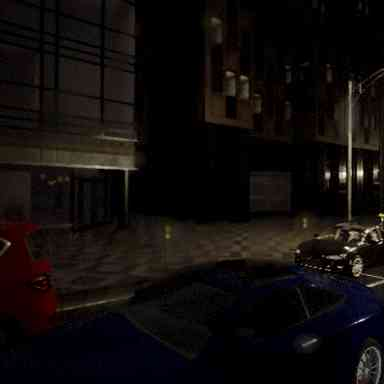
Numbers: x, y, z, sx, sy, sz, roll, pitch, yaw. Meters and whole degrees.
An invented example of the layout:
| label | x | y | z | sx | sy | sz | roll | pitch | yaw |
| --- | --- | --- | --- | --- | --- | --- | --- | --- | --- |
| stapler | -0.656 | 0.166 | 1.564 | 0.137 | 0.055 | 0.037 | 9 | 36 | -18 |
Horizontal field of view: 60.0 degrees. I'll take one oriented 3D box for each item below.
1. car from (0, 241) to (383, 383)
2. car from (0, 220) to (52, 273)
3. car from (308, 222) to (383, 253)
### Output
| label | x | y | z | sx | sy | sz | roll | pitch | yaw |
| --- | --- | --- | --- | --- | --- | --- | --- | --- | --- |
| car | 0.348 | 1.546 | 3.579 | 4.674 | 1.442 | 1.812 | 1 | -1 | -35 |
| car | -4.151 | 1.303 | 3.686 | 5.009 | 1.841 | 2.192 | 1 | 0 | -36 |
| car | 4.977 | 1.643 | 10.204 | 4.403 | 1.369 | 2.008 | 1 | 0 | -36 |
